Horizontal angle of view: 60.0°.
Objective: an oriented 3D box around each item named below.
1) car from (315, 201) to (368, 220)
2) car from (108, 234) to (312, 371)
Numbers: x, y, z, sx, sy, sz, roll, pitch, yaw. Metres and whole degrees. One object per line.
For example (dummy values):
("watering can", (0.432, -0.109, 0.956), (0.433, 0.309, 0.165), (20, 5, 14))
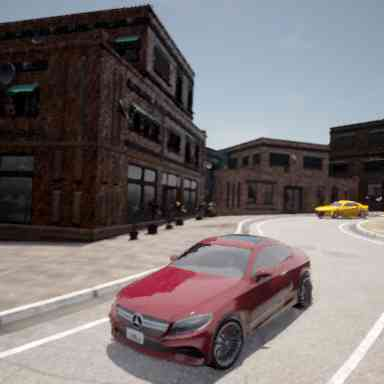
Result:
("car", (12.881, 1.534, 28.676), (5.008, 1.535, 1.882), (1, -1, -24))
("car", (0.719, 1.549, 6.001), (1.812, 1.442, 4.674), (1, 0, 38))
